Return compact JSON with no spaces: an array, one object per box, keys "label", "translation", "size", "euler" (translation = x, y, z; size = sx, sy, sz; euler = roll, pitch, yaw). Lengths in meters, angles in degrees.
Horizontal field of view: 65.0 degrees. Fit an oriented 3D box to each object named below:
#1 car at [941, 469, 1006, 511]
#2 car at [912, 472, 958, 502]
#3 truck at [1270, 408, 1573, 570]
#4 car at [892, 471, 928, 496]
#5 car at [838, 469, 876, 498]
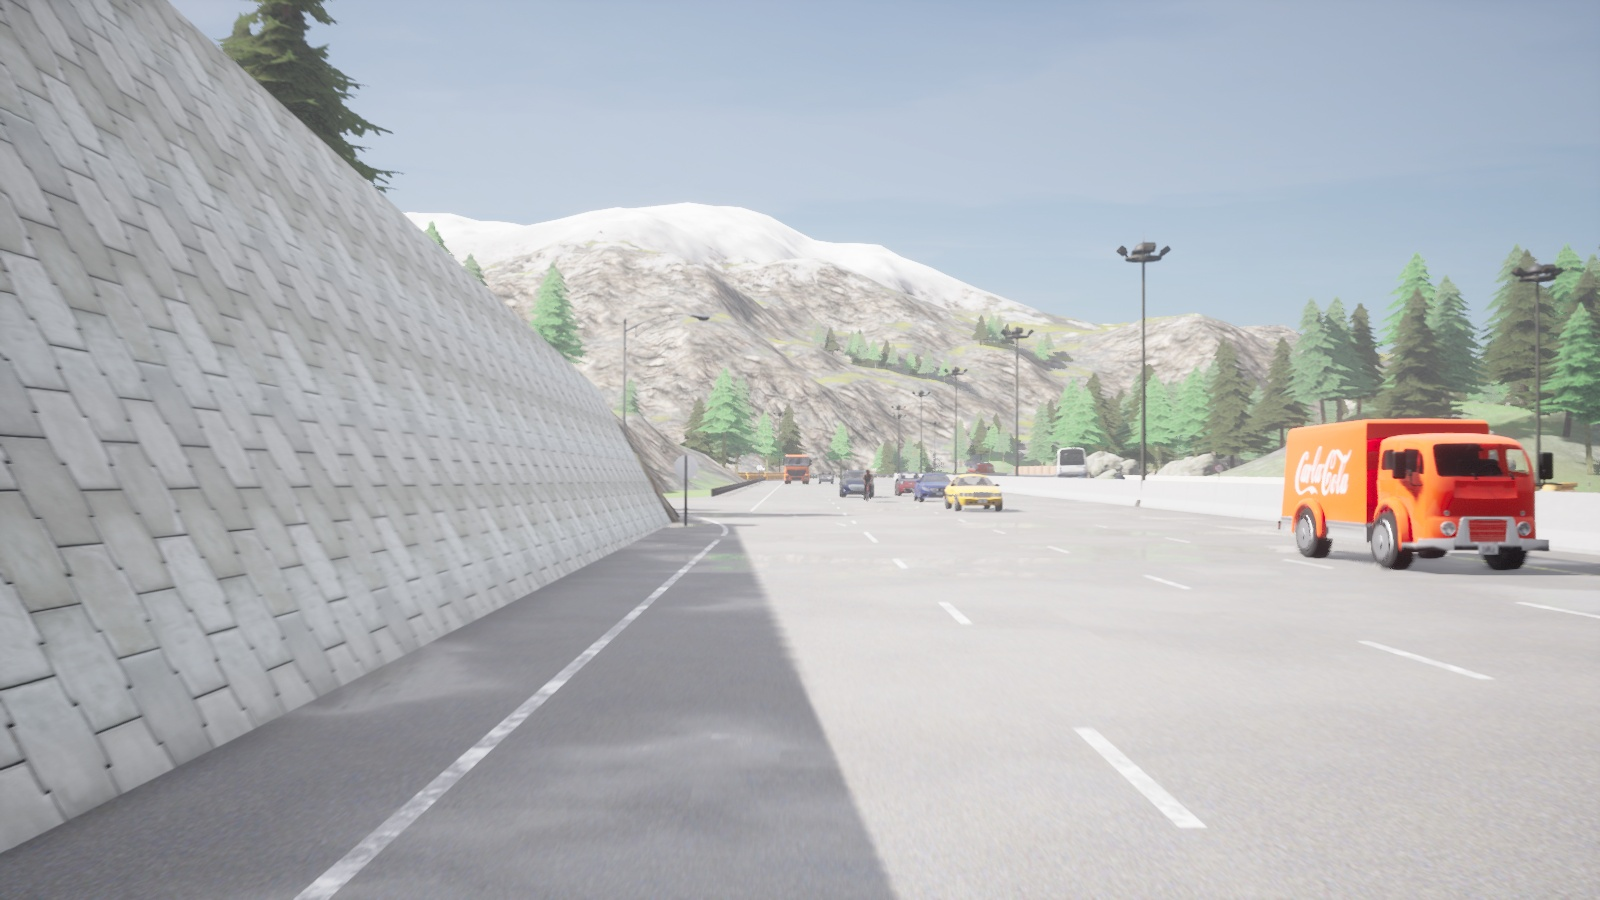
[{"label":"car","translation":[6.879,1.551,50.279],"size":[1.801,1.575,5.366],"euler":[0,-1,0]},{"label":"car","translation":[6.846,1.863,63.953],"size":[1.812,1.442,4.674],"euler":[0,-1,0]},{"label":"truck","translation":[10.446,0.647,21.748],"size":[2.627,2.467,5.204],"euler":[0,-1,0]},{"label":"car","translation":[6.812,2.082,78.074],"size":[1.845,1.501,3.633],"euler":[0,-1,0]},{"label":"car","translation":[3.325,1.947,74.055],"size":[2.033,1.649,4.856],"euler":[0,-1,0]}]
